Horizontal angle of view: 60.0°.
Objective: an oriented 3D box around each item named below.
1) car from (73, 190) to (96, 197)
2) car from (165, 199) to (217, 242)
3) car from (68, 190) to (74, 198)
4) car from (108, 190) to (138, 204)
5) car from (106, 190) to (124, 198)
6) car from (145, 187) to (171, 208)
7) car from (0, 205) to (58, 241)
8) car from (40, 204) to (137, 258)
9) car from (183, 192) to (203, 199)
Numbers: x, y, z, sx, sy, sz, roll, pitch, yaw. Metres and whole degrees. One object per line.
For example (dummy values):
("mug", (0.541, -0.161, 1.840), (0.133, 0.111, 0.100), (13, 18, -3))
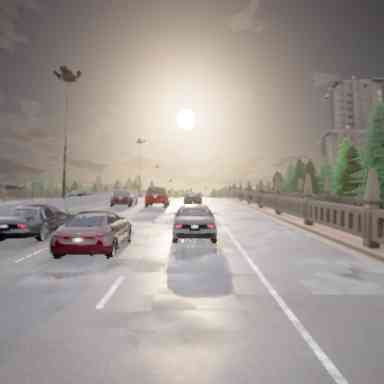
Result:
("car", (-17.560, 0.429, 55.458), (1.895, 1.301, 4.718), (0, 0, 1))
("car", (0.097, 1.265, 14.761), (2.033, 1.411, 5.357), (0, 1, 0))
("car", (-21.038, 0.417, 60.787), (1.837, 1.490, 4.892), (0, -1, 1))
("car", (-6.907, 0.580, 34.257), (2.097, 1.767, 4.553), (0, 1, 0))
("car", (-14.048, 0.409, 60.793), (2.128, 1.511, 4.902), (0, -1, 1))
("car", (-3.407, 0.469, 33.535), (2.150, 2.045, 5.566), (0, 1, 0))
("car", (-6.903, 1.264, 14.804), (2.033, 1.411, 5.357), (0, 1, 0))
("car", (-3.403, 1.352, 11.922), (1.994, 1.385, 4.181), (0, 1, 0))
("car", (0.093, 0.727, 34.531), (1.837, 1.490, 4.892), (0, 2, 0))
